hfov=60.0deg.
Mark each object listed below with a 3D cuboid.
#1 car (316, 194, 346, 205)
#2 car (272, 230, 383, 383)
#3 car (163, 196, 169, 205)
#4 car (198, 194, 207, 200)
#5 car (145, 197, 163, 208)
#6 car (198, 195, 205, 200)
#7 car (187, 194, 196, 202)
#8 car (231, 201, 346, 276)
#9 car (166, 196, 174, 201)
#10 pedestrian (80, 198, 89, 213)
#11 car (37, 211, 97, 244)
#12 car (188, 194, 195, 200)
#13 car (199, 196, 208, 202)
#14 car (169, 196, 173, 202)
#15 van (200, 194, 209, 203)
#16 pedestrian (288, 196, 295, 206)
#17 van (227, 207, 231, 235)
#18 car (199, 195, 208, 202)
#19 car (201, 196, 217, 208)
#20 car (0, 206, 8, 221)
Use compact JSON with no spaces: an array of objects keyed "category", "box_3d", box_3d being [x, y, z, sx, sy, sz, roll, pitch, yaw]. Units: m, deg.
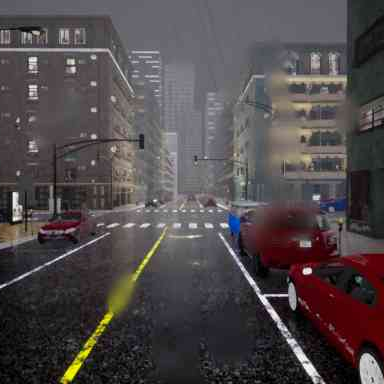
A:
[{"category":"car","box_3d":[14.918,1.226,32.718,5.008,1.535,1.882,-1,0,0]},{"category":"car","box_3d":[2.681,1.544,4.699,1.887,1.381,4.507,0,0,0]},{"category":"car","box_3d":[-5.741,1.575,59.203,1.947,1.339,4.313,0,0,0]},{"category":"car","box_3d":[2.636,1.557,64.720,1.887,1.381,4.507,0,0,0]},{"category":"car","box_3d":[-5.732,1.569,48.156,1.947,1.339,4.313,0,0,0]},{"category":"car","box_3d":[2.615,1.558,92.507,1.752,1.417,4.829,-1,0,0]},{"category":"car","box_3d":[-0.058,1.368,77.574,2.097,1.767,4.553,0,0,0]},{"category":"car","box_3d":[2.675,1.314,10.228,2.192,1.841,5.009,0,0,0]},{"category":"car","box_3d":[-5.761,1.610,86.820,1.802,1.307,4.206,0,0,0]},{"category":"pedestrian","box_3d":[-6.754,1.292,20.940,0.375,1.860,0.375,0,0,0]},{"category":"car","box_3d":[-5.708,1.581,15.750,1.802,1.307,4.206,0,0,0]},{"category":"car","box_3d":[-0.064,1.339,87.609,1.882,1.535,5.008,0,0,0]},{"category":"car","box_3d":[2.628,1.585,75.767,1.947,1.339,4.313,0,0,0]},{"category":"car","box_3d":[-5.753,1.564,75.773,1.887,1.381,4.507,0,0,0]},{"category":"van","box_3d":[2.630,1.357,70.243,1.690,1.788,3.998,0,0,0]},{"category":"pedestrian","box_3d":[6.027,1.140,20.274,0.375,1.860,0.375,0,0,0]},{"category":"van","box_3d":[2.671,1.340,15.755,1.690,1.788,3.998,0,0,0]},{"category":"car","box_3d":[2.645,1.572,53.673,1.947,1.339,4.313,0,0,0]},{"category":"car","box_3d":[2.649,1.585,48.150,1.802,1.307,4.206,0,0,0]},{"category":"car","box_3d":[-17.629,1.809,29.259,4.181,1.385,1.994,-1,0,0]}]
